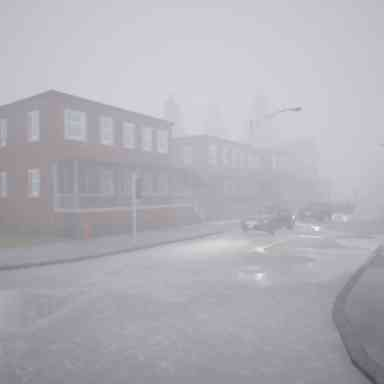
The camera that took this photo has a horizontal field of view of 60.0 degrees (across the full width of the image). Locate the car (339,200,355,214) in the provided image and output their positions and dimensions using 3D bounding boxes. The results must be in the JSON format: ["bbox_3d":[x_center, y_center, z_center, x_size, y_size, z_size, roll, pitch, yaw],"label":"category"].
[{"bbox_3d":[16.500,1.630,36.501,2.033,1.411,5.357,-1,0,36],"label":"car"}]

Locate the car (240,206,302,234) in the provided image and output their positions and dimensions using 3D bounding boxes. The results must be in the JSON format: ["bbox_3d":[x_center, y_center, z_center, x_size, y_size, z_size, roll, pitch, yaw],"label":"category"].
[{"bbox_3d":[4.564,1.575,19.833,2.128,1.511,4.902,-1,0,36],"label":"car"}]

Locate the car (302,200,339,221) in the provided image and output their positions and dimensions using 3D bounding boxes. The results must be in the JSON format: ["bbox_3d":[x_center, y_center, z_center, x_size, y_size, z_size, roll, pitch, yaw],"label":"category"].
[{"bbox_3d":[10.455,1.575,28.073,2.128,1.511,4.902,-1,0,36],"label":"car"}]
